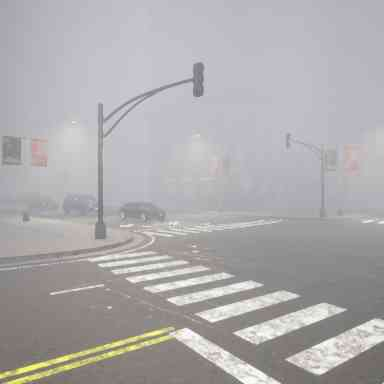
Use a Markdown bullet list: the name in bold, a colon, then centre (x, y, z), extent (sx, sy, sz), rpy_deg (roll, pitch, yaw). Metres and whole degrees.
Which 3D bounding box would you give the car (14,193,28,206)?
- **car**: centre (-26.051, 1.198, 53.403), extent (5.566, 2.045, 2.150), rpy_deg (0, 0, 45)

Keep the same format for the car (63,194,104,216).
- **car**: centre (-11.017, 1.207, 33.459), extent (2.150, 2.045, 5.566), rpy_deg (0, 0, -45)

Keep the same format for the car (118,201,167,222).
- **car**: centre (-4.004, 1.494, 26.430), extent (1.837, 1.490, 4.892), rpy_deg (0, 0, -44)

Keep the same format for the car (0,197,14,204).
- **car**: centre (-33.635, 1.532, 60.996), extent (1.994, 1.385, 4.181), rpy_deg (0, 0, -45)

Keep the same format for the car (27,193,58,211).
- **car**: centre (-18.112, 1.333, 40.576), extent (2.097, 1.767, 4.553), rpy_deg (0, 0, -45)
